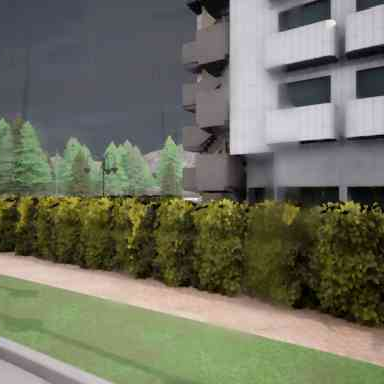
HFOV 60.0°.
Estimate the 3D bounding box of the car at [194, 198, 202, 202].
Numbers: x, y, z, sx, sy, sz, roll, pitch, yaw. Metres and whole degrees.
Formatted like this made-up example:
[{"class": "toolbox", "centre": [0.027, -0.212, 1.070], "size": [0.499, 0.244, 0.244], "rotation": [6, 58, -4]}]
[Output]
[{"class": "car", "centre": [1.817, 1.547, 45.648], "size": [2.033, 1.411, 5.357], "rotation": [0, 0, 35]}]
